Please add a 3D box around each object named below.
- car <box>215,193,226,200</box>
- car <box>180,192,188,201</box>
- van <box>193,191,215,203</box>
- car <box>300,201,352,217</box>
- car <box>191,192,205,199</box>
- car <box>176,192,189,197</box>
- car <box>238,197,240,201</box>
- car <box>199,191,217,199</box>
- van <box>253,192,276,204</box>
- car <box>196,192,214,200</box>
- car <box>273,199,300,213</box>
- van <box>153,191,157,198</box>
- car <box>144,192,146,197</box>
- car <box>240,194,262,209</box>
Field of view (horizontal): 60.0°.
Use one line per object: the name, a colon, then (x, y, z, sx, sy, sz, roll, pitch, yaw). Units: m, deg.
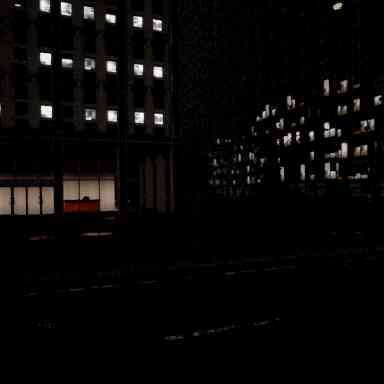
car: (5.570, 0.953, 69.634, 1.802, 1.307, 4.206, 0, 1, -21)
car: (-2.245, 1.056, 66.609, 2.008, 1.369, 4.403, 0, 1, -21)
van: (1.860, 0.952, 56.006, 1.690, 1.788, 3.998, 0, 1, -21)
car: (12.002, 1.434, 29.462, 1.947, 1.339, 4.313, 0, 1, -21)
car: (1.464, 0.705, 80.232, 1.967, 1.590, 4.097, 0, 1, -21)
car: (-2.640, 0.709, 90.833, 2.008, 1.369, 4.403, 0, 1, -21)
car: (9.675, 1.059, 59.033, 1.802, 1.307, 4.206, 0, 1, -21)
car: (3.517, 0.633, 74.931, 2.192, 1.841, 5.009, 0, 1, -21)
van: (11.726, 0.870, 53.731, 1.690, 1.788, 3.998, 0, 1, -21)
car: (2.701, 0.879, 69.849, 1.882, 1.535, 5.008, -1, 1, -21)
car: (9.966, 1.399, 34.770, 1.802, 1.307, 4.206, 0, 1, -21)
van: (-8.403, 0.687, 82.506, 1.690, 1.788, 3.998, 0, 1, -21)
car: (-10.454, 0.732, 87.807, 1.967, 1.590, 4.097, 0, 1, -21)
car: (7.968, 1.331, 40.091, 1.947, 1.339, 4.313, 0, 1, -21)
